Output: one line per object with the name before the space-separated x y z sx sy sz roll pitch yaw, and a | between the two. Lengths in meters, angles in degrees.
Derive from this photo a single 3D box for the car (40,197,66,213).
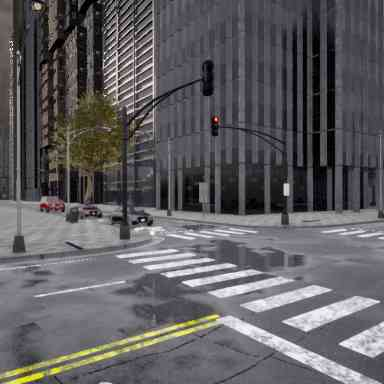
car | -18.284 1.613 43.453 2.150 2.045 5.566 0 -1 -36

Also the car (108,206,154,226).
car | -4.454 1.728 23.983 1.994 1.385 4.181 0 0 -35

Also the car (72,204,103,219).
car | -10.174 1.816 32.019 1.994 1.385 4.181 0 0 -36
